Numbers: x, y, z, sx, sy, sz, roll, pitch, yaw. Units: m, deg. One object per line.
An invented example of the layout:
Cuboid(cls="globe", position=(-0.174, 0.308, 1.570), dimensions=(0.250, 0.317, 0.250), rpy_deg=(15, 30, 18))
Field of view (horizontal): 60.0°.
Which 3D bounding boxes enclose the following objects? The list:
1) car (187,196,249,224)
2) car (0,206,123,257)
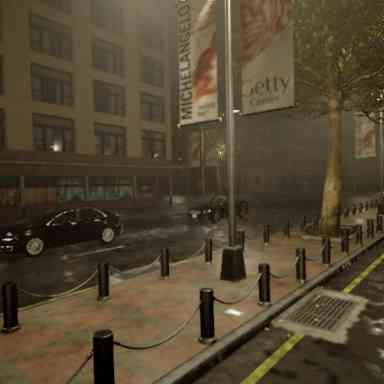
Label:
Cuboid(cls="car", position=(1.687, 1.000, 20.455), dimensions=(2.128, 1.511, 4.902), rpy_deg=(0, 2, 40))
Cuboid(cls="car", position=(-4.874, 1.342, 12.541), dimensions=(1.837, 1.490, 4.892), rpy_deg=(0, 2, 40))
